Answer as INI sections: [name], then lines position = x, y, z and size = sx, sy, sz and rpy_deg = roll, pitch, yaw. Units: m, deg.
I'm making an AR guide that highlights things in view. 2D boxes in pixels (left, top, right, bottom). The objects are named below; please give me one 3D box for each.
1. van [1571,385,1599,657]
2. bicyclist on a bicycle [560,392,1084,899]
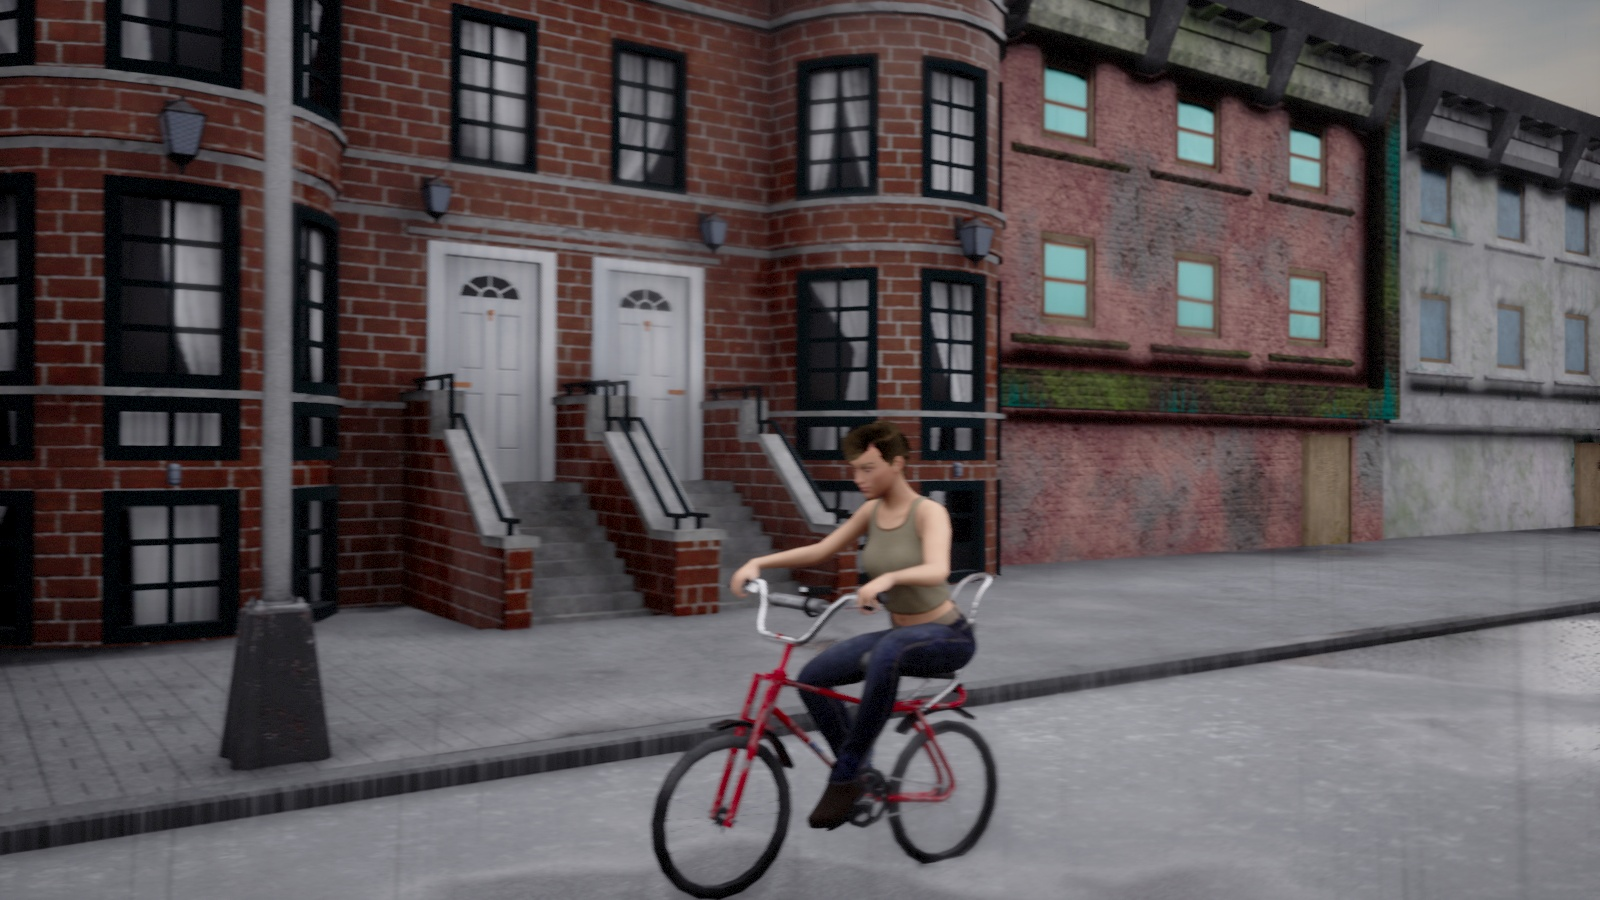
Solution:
[van]
position = 8.064, 0.522, 9.869
size = 4.442, 1.987, 1.775
rpy_deg = 0, 0, -35
[bicyclist on a bicycle]
position = 0.100, 0.691, 4.342
size = 1.509, 1.612, 0.866
rpy_deg = 5, -3, -35
